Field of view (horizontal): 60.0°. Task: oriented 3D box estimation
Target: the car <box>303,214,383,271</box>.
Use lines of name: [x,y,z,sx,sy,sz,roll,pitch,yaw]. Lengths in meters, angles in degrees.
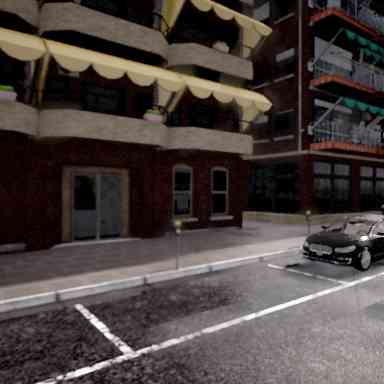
car: [5.243,1.404,10.284,4.403,1.369,2.008,-1,2,-35]
